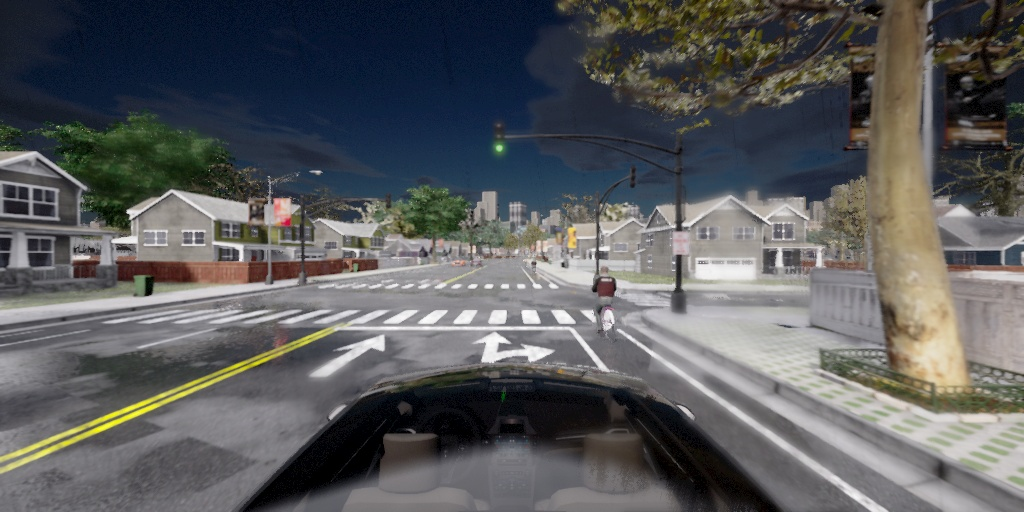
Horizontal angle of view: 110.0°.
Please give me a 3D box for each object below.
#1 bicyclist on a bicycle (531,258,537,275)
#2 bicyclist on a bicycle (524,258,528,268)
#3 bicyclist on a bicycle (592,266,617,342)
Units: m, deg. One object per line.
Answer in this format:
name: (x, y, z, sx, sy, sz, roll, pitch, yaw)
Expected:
bicyclist on a bicycle: (2.254, 1.097, 36.898, 0.659, 1.776, 1.843, 0, 0, 0)
bicyclist on a bicycle: (2.272, 1.130, 60.722, 0.866, 1.612, 1.509, 0, 0, 0)
bicyclist on a bicycle: (2.250, 1.119, 8.906, 0.659, 1.776, 1.843, 0, 0, 0)
